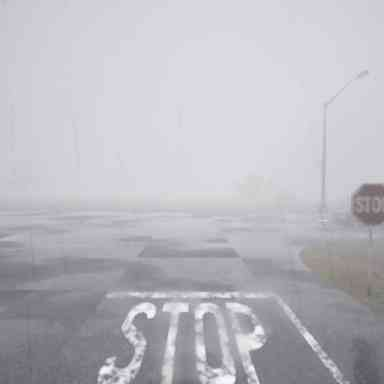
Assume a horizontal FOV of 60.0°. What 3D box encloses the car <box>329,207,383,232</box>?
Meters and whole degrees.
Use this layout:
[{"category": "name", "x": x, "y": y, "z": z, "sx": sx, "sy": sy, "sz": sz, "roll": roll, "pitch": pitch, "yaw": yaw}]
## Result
[{"category": "car", "x": 10.286, "y": 1.482, "z": 18.878, "sx": 4.674, "sy": 1.442, "sz": 1.812, "roll": 1, "pitch": 1, "yaw": 0}]
